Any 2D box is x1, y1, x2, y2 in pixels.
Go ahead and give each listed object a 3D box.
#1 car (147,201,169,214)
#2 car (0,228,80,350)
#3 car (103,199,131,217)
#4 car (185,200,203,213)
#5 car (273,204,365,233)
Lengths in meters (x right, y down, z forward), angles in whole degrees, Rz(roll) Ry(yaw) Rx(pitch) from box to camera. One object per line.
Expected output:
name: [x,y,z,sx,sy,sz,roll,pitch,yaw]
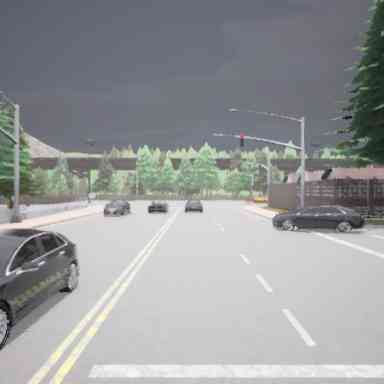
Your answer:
car: [-3.471,1.572,34.696,1.895,1.301,4.718,0,0,0]
car: [-3.584,1.500,6.067,1.837,1.490,4.892,0,0,0]
car: [-6.992,1.465,31.457,2.128,1.511,4.902,0,0,0]
car: [0.209,1.533,36.970,1.994,1.385,4.181,0,0,0]
car: [7.134,1.473,19.001,4.892,1.490,1.837,0,2,21]
